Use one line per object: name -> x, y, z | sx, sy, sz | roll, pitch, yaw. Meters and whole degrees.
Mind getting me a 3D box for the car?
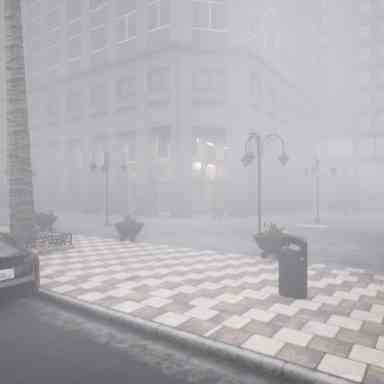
car -> -5.249, 1.513, 7.203 | 4.786, 1.482, 2.161 | 0, 0, 35
